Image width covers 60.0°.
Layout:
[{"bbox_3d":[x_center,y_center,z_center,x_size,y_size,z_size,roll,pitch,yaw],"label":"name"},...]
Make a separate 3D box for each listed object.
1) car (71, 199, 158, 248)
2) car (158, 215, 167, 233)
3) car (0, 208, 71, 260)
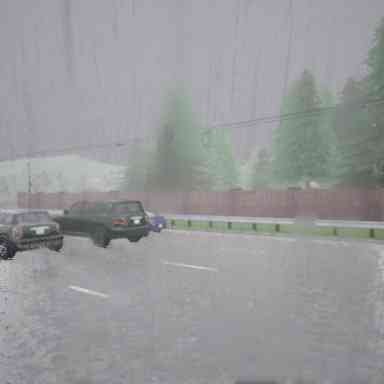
[{"bbox_3d":[-4.519,1.361,15.708,5.566,2.045,2.150,0,0,36],"label":"car"},{"bbox_3d":[-3.566,1.676,19.344,4.674,1.442,1.812,0,0,36],"label":"car"},{"bbox_3d":[-7.252,1.497,13.371,4.553,1.767,2.097,-1,-1,36],"label":"car"}]
